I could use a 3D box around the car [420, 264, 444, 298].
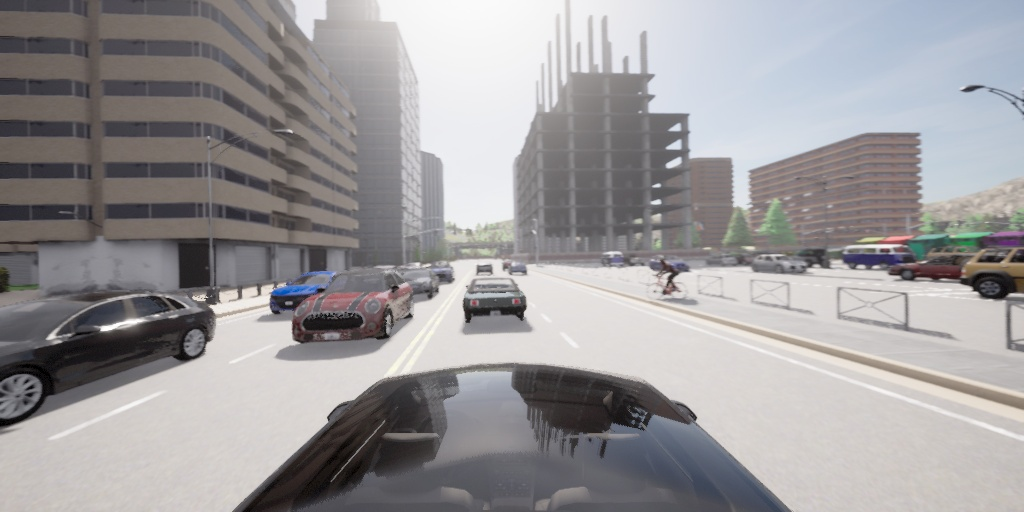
[{"bbox_3d":[-4.941,1.383,19.101,1.812,1.442,4.674,-1,0,-5],"label":"car"}]

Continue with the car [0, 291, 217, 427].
[{"bbox_3d":[-7.352,1.424,5.971,1.837,1.490,4.892,-1,0,-5],"label":"car"}]

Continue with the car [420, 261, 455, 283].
[{"bbox_3d":[-5.785,1.225,29.032,2.097,1.767,4.553,-1,0,-5],"label":"car"}]

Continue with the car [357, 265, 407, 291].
[{"bbox_3d":[-8.982,1.440,25.266,2.128,1.511,4.902,-1,0,-5],"label":"car"}]

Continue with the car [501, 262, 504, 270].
[{"bbox_3d":[-0.385,1.244,49.397,1.837,1.490,4.892,-1,0,-4],"label":"car"}]

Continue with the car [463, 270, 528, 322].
[{"bbox_3d":[-0.669,1.362,12.509,1.895,1.301,4.718,-1,0,-5],"label":"car"}]

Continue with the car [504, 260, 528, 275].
[{"bbox_3d":[0.572,1.268,38.547,2.033,1.411,5.357,-1,0,-4],"label":"car"}]

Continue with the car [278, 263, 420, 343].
[{"bbox_3d":[-4.201,1.196,10.202,2.097,1.767,4.553,-1,0,-5],"label":"car"}]

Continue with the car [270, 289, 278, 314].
[{"bbox_3d":[-8.137,1.411,15.219,1.882,1.535,5.008,-1,0,-5],"label":"car"}]

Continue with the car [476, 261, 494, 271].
[{"bbox_3d":[-3.064,1.297,40.141,2.128,1.511,4.902,-1,0,-4],"label":"car"}]

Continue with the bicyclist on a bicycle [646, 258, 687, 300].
[{"bbox_3d":[5.964,0.907,13.833,1.656,1.620,0.582,-1,0,-5],"label":"bicyclist on a bicycle"}]
